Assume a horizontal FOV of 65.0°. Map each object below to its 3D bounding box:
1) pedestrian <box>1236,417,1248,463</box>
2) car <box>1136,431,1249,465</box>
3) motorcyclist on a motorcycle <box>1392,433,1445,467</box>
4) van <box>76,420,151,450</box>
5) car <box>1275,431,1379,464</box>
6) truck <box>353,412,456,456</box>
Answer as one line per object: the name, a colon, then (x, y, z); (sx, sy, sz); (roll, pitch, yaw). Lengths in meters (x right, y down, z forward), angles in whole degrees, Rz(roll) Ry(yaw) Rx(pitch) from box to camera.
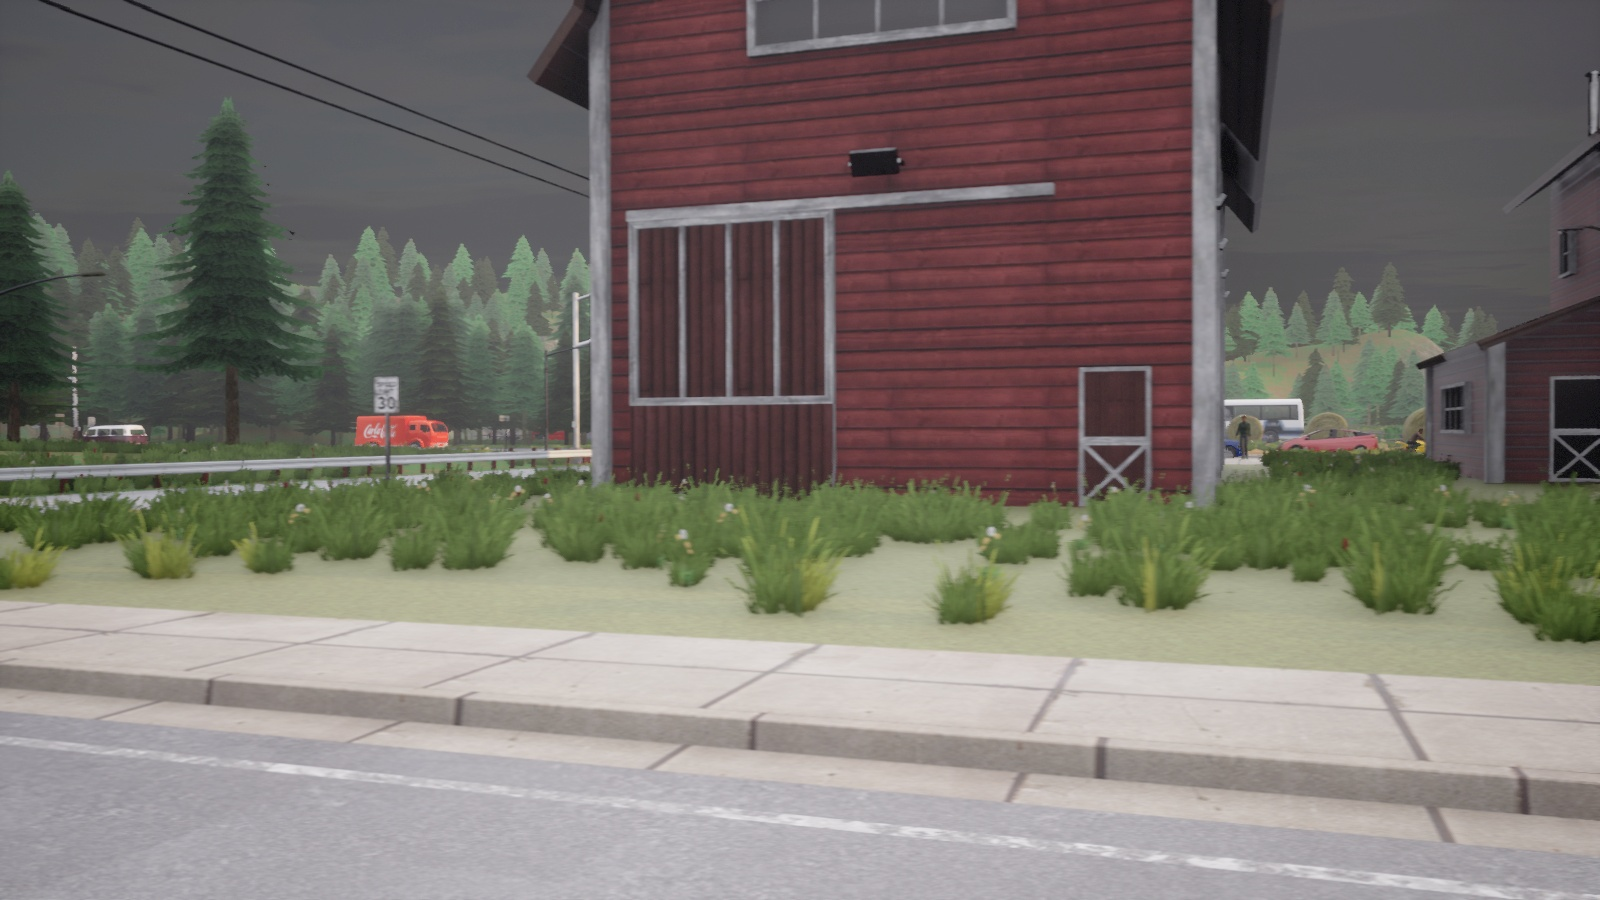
pedestrian: (18.012, -0.414, 51.160); (0.353, 1.847, 0.614); (1, 1, 29)
car: (18.600, -0.120, 59.599); (5.008, 1.535, 1.882); (1, 1, 19)
motorcyclist on a motorcycle: (27.819, -0.018, 56.501); (2.044, 1.523, 0.797); (1, 1, 19)
van: (-46.870, -1.029, 85.715); (4.480, 2.038, 2.069); (0, 1, 21)
car: (25.498, -0.134, 60.972); (4.514, 1.525, 2.007); (1, 1, 19)
truck: (-23.159, -0.954, 73.619); (5.204, 2.467, 2.627); (1, 1, 19)
